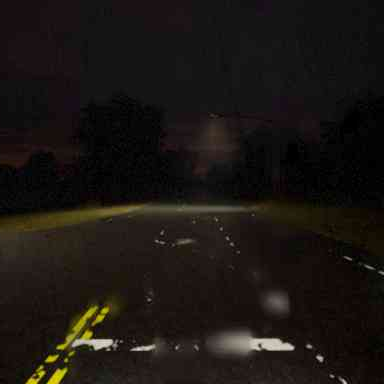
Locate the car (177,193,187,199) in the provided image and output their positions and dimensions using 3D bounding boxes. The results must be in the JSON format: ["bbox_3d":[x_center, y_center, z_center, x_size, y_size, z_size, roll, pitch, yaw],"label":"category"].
[{"bbox_3d":[-2.095,0.809,70.658,1.994,1.385,4.181,0,1,2],"label":"car"}]
